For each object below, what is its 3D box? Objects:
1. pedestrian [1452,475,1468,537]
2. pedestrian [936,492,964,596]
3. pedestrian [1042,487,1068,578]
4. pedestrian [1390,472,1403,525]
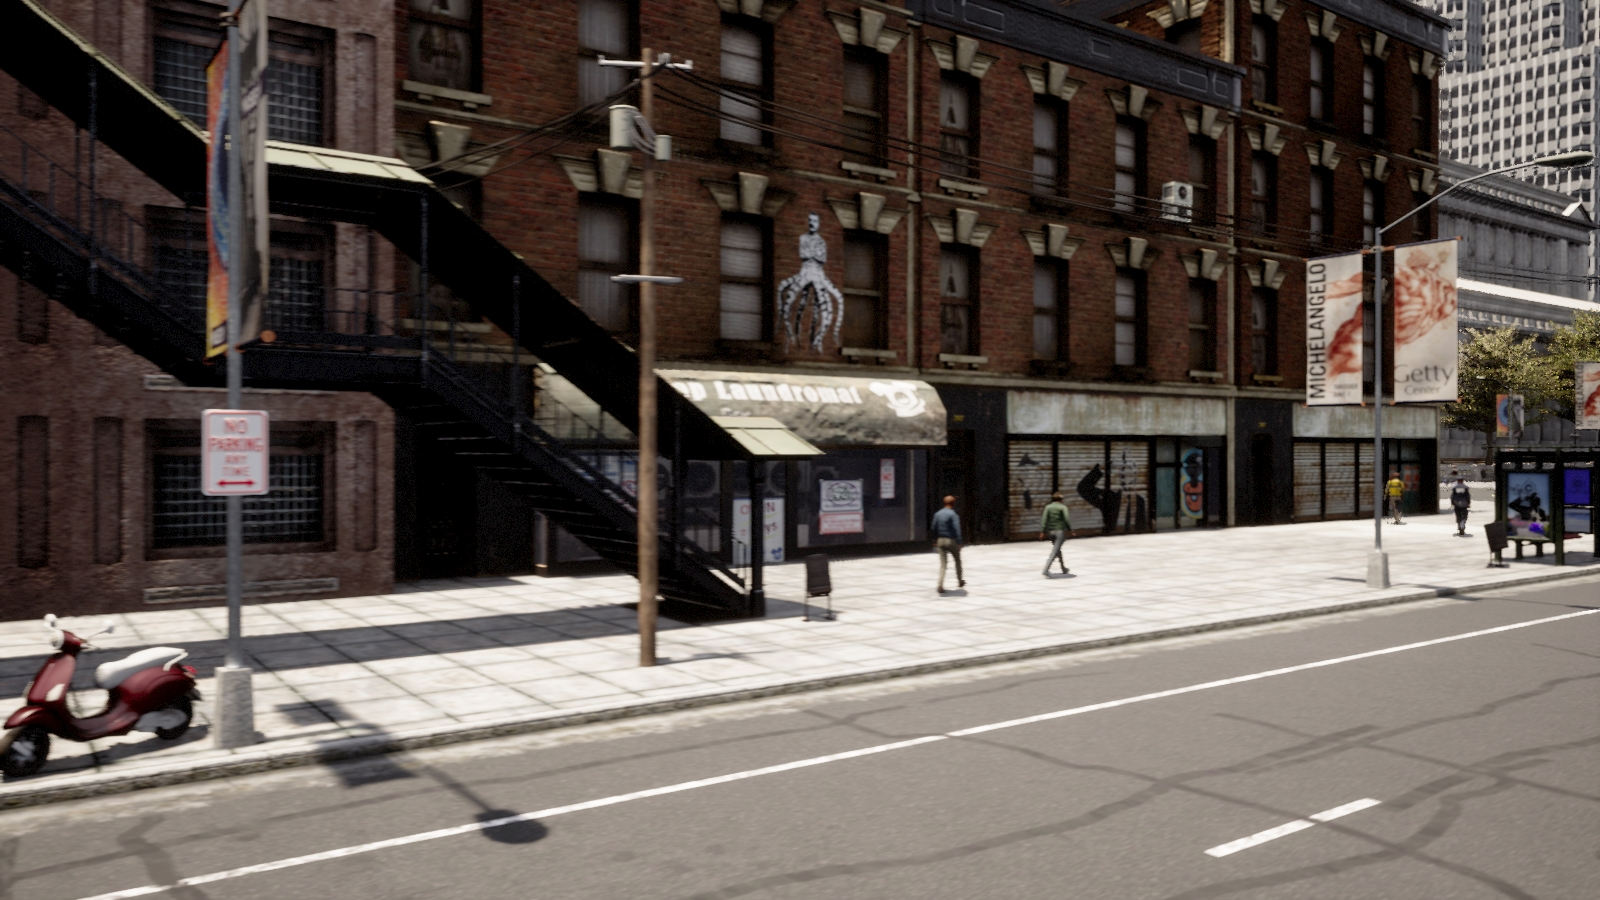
[{"bbox_3d":[20.110,1.696,34.822,0.375,1.860,0.375,0,0,37],"label":"pedestrian"},{"bbox_3d":[2.727,1.696,20.808,0.375,1.860,0.375,0,0,37],"label":"pedestrian"},{"bbox_3d":[5.279,1.696,23.642,0.375,1.860,0.375,0,0,45],"label":"pedestrian"},{"bbox_3d":[21.079,1.696,40.378,0.375,1.860,0.375,0,0,34],"label":"pedestrian"}]
